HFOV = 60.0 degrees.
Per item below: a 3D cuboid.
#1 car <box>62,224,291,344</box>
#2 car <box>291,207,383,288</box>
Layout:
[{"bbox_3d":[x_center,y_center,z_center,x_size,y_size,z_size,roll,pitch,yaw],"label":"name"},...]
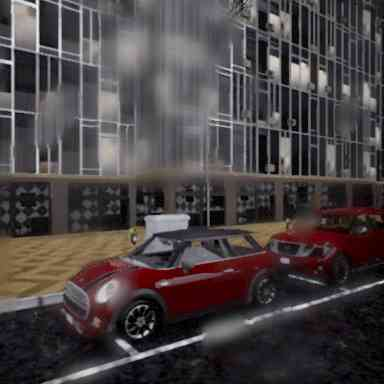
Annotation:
[{"bbox_3d":[-0.284,1.471,6.369,4.097,1.590,1.967,1,-1,-36],"label":"car"},{"bbox_3d":[4.342,1.397,9.674,5.009,1.841,2.192,1,-1,-36],"label":"car"}]
